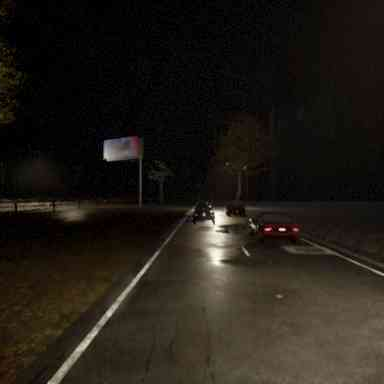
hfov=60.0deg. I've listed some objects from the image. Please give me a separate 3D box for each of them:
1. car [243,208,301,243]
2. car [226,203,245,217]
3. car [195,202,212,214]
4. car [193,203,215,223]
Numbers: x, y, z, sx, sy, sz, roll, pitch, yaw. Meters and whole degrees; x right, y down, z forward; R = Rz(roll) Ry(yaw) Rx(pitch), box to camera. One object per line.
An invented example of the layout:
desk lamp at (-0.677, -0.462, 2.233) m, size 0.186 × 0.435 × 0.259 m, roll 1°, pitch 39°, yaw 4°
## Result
car at (4.165, 1.773, 17.542) m, size 2.033 × 1.411 × 5.357 m, roll 0°, pitch -1°, yaw 2°
car at (4.843, 1.929, 37.440) m, size 1.882 × 1.535 × 5.008 m, roll 0°, pitch -1°, yaw 2°
car at (1.504, 2.050, 42.635) m, size 1.994 × 1.385 × 4.181 m, roll 0°, pitch -1°, yaw 2°
car at (1.036, 1.874, 28.511) m, size 2.033 × 1.411 × 5.357 m, roll 0°, pitch -1°, yaw 2°
